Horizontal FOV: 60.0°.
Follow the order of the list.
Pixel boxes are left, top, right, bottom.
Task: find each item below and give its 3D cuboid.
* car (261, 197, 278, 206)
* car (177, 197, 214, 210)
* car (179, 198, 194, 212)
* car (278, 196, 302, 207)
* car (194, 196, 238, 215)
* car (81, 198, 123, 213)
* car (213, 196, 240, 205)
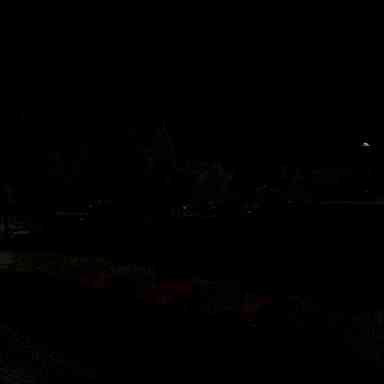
[{"bbox_3d":[12.806,1.532,53.517,1.895,1.301,4.718,0,0,36],"label":"car"},{"bbox_3d":[0.585,1.457,42.922,2.033,1.411,5.357,0,0,36],"label":"car"},{"bbox_3d":[0.655,1.414,37.101,2.128,1.511,4.902,0,0,36],"label":"car"},{"bbox_3d":[15.438,1.451,51.193,1.837,1.490,4.892,0,0,36],"label":"car"},{"bbox_3d":[2.677,1.413,33.940,1.882,1.535,5.008,0,0,36],"label":"car"},{"bbox_3d":[-9.417,1.422,35.203,1.812,1.442,4.674,0,0,36],"label":"car"},{"bbox_3d":[5.820,1.445,55.868,2.033,1.411,5.357,0,0,37],"label":"car"}]
